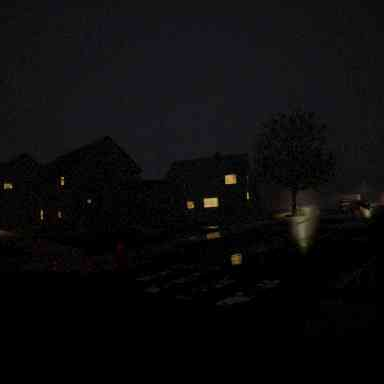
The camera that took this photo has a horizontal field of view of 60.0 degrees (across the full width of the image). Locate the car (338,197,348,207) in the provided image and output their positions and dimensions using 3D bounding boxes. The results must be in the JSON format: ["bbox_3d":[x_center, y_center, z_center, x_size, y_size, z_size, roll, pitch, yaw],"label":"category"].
[{"bbox_3d":[24.578,1.525,53.261,2.128,1.511,4.902,-4,-2,17],"label":"car"}]

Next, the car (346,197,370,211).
[{"bbox_3d":[20.653,1.554,41.199,1.895,1.301,4.718,-5,-2,21],"label":"car"}]
